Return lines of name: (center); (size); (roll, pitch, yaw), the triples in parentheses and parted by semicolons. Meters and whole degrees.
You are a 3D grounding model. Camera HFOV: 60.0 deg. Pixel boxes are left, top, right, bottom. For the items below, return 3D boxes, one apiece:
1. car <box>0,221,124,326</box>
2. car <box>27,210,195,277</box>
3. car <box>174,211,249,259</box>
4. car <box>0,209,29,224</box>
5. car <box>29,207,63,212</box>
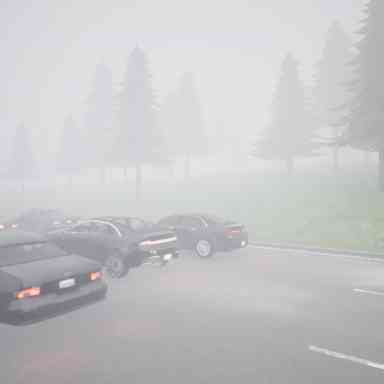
car: (-4.091, 1.547, 6.898); (5.357, 1.411, 2.033); (0, 0, 35)
car: (-2.613, 1.492, 10.139); (4.902, 1.511, 2.128); (0, 0, 35)
car: (-0.231, 1.505, 12.744); (4.892, 1.490, 1.837); (0, 0, 35)
car: (-10.304, 1.547, 15.642); (5.357, 1.411, 2.033); (0, 0, 33)
car: (-8.195, 1.547, 18.358); (5.357, 1.411, 2.033); (0, 0, 38)
